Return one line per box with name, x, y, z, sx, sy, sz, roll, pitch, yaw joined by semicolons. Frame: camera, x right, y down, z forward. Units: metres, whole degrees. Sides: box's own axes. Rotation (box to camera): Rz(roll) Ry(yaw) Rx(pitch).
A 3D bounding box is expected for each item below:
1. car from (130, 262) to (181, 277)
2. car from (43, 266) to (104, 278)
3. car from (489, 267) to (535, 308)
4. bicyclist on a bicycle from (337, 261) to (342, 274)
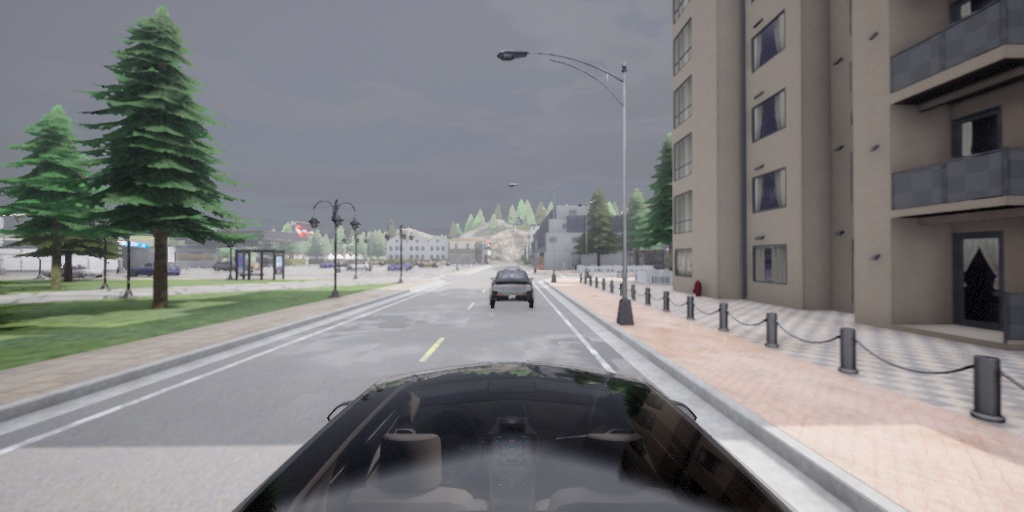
car;-41.029;1.490;41.191;4.553;1.767;2.097;0;-1;-1
car;-45.787;1.705;37.639;4.718;1.301;1.895;0;-1;0
car;0.002;1.379;16.131;2.128;1.511;4.902;0;0;0
bicyclist on a bicycle;-21.899;1.478;45.267;0.582;1.620;1.656;0;0;-1
